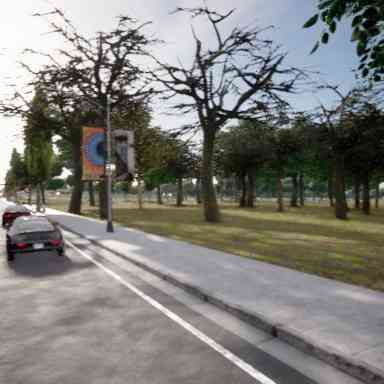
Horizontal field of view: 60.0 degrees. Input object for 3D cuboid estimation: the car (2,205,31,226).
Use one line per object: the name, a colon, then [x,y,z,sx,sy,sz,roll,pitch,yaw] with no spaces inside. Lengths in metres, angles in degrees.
car: [-13.983,1.805,26.538,1.882,1.535,5.008,0,0,-30]

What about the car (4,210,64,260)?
car: [-6.306,1.672,13.222,1.812,1.442,4.674,0,0,-30]
